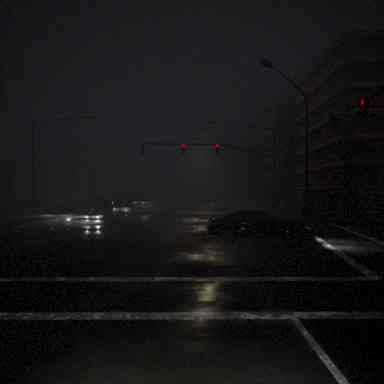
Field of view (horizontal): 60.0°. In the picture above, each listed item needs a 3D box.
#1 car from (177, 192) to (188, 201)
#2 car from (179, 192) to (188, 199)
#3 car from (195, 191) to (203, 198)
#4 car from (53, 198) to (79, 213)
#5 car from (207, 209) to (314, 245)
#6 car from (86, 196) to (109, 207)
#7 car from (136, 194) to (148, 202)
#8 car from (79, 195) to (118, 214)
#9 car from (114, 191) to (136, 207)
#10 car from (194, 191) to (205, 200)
[{"bbox_3d":[-1.929,0.928,64.616,2.033,1.411,5.357,0,1,1],"label":"car"},{"bbox_3d":[-1.882,0.742,75.897,2.033,1.411,5.357,0,1,1],"label":"car"},{"bbox_3d":[1.616,0.609,75.807,1.837,1.490,4.892,0,1,1],"label":"car"},{"bbox_3d":[-13.000,1.346,35.436,1.882,1.535,5.008,0,1,1],"label":"car"},{"bbox_3d":[3.002,1.503,14.974,4.674,1.442,1.812,0,1,10],"label":"car"},{"bbox_3d":[-12.876,1.285,45.455,1.994,1.385,4.181,0,1,0],"label":"car"},{"bbox_3d":[-9.153,1.010,60.087,2.033,1.411,5.357,0,1,1],"label":"car"},{"bbox_3d":[-9.512,1.369,34.369,2.128,1.511,4.902,0,1,1],"label":"car"},{"bbox_3d":[-9.377,1.083,44.754,2.097,1.767,4.553,0,1,1],"label":"car"},{"bbox_3d":[1.489,0.711,65.761,2.097,1.767,4.553,0,1,1],"label":"car"}]
